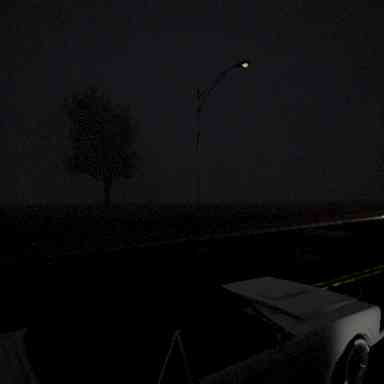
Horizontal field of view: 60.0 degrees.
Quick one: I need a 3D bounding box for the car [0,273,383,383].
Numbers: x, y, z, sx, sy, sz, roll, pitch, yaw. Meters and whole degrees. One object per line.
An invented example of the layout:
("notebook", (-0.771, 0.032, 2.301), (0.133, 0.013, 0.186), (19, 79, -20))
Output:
("car", (0.040, 1.586, 3.467), (4.718, 1.301, 1.895), (-1, 0, -36))
